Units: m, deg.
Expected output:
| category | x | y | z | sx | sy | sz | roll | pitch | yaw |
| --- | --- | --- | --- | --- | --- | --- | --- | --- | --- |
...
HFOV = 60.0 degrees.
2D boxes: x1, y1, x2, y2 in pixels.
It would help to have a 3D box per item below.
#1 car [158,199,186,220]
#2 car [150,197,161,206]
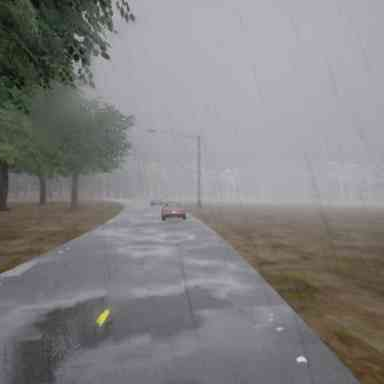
| category | x | y | z | sx | sy | sz | roll | pitch | yaw |
| --- | --- | --- | --- | --- | --- | --- | --- | --- | --- |
| car | -1.599 | 1.525 | 28.002 | 1.994 | 1.385 | 4.181 | 0 | 0 | -6 |
| car | -5.565 | 1.548 | 52.690 | 1.994 | 1.385 | 4.181 | 0 | 0 | -11 |
